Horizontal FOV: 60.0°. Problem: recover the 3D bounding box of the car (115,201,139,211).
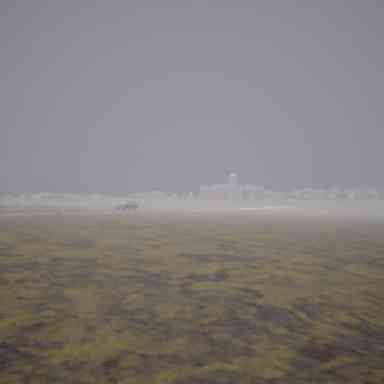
[{"bbox_3d":[-13.563,2.837,69.605,2.150,2.045,5.566,-1,-3,35],"label":"car"}]
